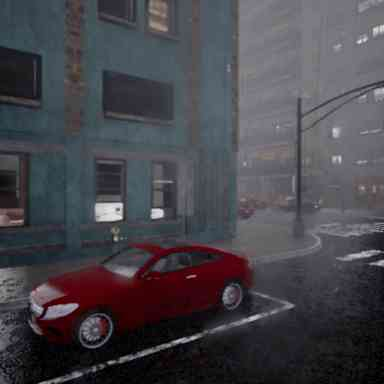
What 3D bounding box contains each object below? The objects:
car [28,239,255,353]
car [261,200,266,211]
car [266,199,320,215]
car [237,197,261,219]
[{"bbox_3d":[-0.661,1.568,6.080,4.206,1.307,1.802,0,1,-35],"label":"car"},{"bbox_3d":[5.753,1.174,33.587,1.802,1.307,4.206,1,0,-36],"label":"car"},{"bbox_3d":[9.020,1.238,29.075,1.947,1.339,4.313,1,0,-36],"label":"car"},{"bbox_3d":[2.216,0.959,24.191,2.192,1.841,5.009,1,0,-36],"label":"car"}]
